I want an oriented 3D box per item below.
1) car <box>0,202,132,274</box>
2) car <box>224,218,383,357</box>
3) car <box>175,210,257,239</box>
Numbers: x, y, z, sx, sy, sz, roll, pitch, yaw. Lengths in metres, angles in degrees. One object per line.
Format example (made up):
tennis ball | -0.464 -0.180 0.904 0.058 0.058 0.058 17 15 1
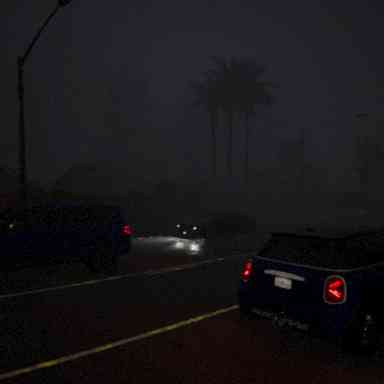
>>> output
car | -4.451 1.342 9.558 5.566 2.045 2.150 1 -1 -38
car | 3.033 1.413 6.419 4.553 1.767 2.097 0 -1 -39
car | 1.626 1.763 19.169 5.357 1.411 2.033 0 -1 -41
